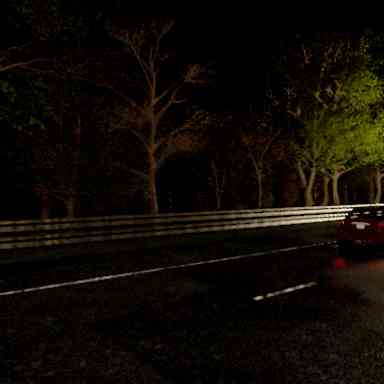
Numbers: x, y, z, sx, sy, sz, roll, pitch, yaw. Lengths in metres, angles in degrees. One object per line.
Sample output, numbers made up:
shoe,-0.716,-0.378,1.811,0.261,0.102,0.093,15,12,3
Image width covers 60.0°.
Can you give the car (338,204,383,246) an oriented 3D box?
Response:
car,8.216,1.355,14.066,4.553,1.767,2.097,0,0,-36
